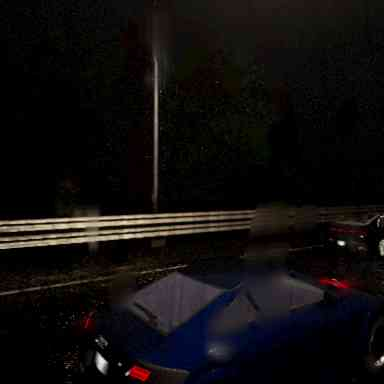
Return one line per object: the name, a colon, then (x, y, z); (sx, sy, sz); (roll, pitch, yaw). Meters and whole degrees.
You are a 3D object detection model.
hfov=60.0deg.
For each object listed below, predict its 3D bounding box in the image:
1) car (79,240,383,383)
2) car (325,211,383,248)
car: (0.787, 1.569, 4.266); (4.181, 1.385, 1.994); (0, 0, -35)
car: (7.212, 1.530, 12.975); (4.892, 1.490, 1.837); (0, 0, -34)
